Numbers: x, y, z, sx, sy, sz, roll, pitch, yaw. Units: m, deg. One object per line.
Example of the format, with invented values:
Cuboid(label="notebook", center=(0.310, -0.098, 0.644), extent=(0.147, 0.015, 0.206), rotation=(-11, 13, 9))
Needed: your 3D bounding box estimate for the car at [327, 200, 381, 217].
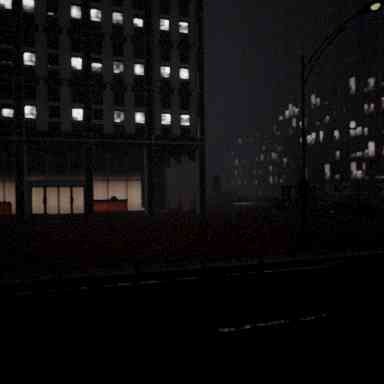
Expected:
Cuboid(label="car", center=(14.271, 1.430, 28.990), extent=(1.947, 1.339, 4.313), rotation=(0, 1, -18))

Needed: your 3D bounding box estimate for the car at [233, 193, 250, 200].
Cuboid(label="car", center=(10.222, 0.949, 69.472), extent=(1.802, 1.307, 4.206), rotation=(0, 1, -18))

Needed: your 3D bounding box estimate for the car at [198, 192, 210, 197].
Cuboid(label="car", center=(3.277, 0.706, 91.118), extent=(2.008, 1.369, 4.403), rotation=(0, 1, -18))

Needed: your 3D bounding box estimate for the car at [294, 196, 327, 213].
Cuboid(label="car", center=(12.552, 1.395, 34.409), extent=(1.802, 1.307, 4.206), rotation=(0, 1, -18))

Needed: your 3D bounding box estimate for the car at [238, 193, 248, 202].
Cuboid(label="car", center=(7.631, 1.023, 58.866), extent=(1.882, 1.535, 5.008), rotation=(-1, 1, -18))

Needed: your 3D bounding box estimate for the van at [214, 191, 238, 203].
Cuboid(label="van", center=(5.714, 0.949, 56.086), extent=(1.690, 1.788, 3.998), rotation=(0, 1, -18))

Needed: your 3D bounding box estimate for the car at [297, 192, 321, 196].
Cuboid(label="car", center=(14.153, 1.094, 38.234), extent=(2.097, 1.767, 4.553), rotation=(-1, 1, -18))

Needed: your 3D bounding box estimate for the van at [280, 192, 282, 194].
Cuboid(label="van", center=(15.429, 0.865, 53.233), extent=(1.690, 1.788, 3.998), rotation=(0, 1, -18))

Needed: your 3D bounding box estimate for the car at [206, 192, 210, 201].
Cuboid(label="car", center=(2.242, 1.053, 66.913), extent=(2.008, 1.369, 4.403), rotation=(0, 1, -18))

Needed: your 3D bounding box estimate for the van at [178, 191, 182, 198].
Cuboid(label="van", center=(-2.967, 0.684, 83.146), extent=(1.690, 1.788, 3.998), rotation=(0, 1, -18))

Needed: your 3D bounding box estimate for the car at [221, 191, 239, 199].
Cuboid(label="car", center=(8.485, 0.629, 74.880), extent=(2.192, 1.841, 5.009), rotation=(0, 1, -18))

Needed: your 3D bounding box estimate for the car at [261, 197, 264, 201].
Cuboid(label="car", center=(13.694, 1.054, 58.647), extent=(1.802, 1.307, 4.206), rotation=(0, 1, -18))

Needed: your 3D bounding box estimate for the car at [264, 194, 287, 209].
Cuboid(label="car", center=(10.871, 1.328, 39.839), extent=(1.947, 1.339, 4.313), rotation=(0, 1, -18))

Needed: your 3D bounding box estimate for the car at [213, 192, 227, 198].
Cuboid(label="car", center=(6.749, 0.701, 80.293), extent=(1.967, 1.590, 4.097), rotation=(0, 1, -18))

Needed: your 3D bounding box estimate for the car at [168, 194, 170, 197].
Cuboid(label="car", center=(-4.702, 0.730, 88.559), extent=(1.967, 1.590, 4.097), rotation=(0, 1, -18))
